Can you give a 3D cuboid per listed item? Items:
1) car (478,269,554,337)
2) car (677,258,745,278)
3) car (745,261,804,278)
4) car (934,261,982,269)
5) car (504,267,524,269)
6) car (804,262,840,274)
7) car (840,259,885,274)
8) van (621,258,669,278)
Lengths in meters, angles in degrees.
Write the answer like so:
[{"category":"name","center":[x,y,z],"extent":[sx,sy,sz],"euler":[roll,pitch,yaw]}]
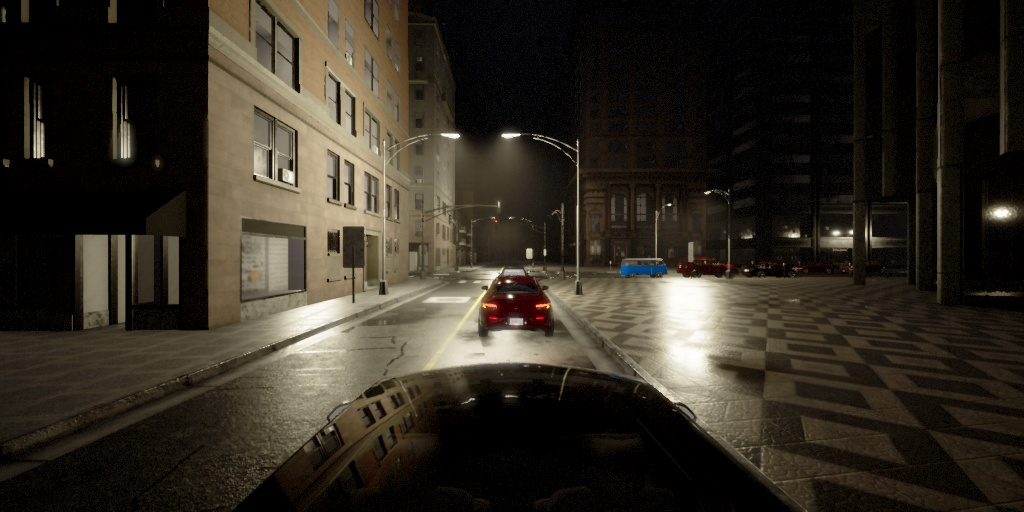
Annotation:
[{"category":"car","center":[0.095,1.271,10.148],"extent":[1.812,1.442,4.674],"euler":[0,0,0]},{"category":"car","center":[17.383,1.077,32.046],"extent":[5.009,1.841,2.192],"euler":[0,0,-1]},{"category":"car","center":[23.022,1.325,32.129],"extent":[4.313,1.339,1.948],"euler":[0,0,-1]},{"category":"car","center":[39.940,1.190,32.379],"extent":[4.097,1.591,1.967],"euler":[0,0,-1]},{"category":"car","center":[0.110,1.302,20.020],"extent":[1.994,1.385,4.181],"euler":[0,0,0]},{"category":"car","center":[34.199,1.330,40.821],"extent":[4.207,1.307,1.802],"euler":[0,0,-1]},{"category":"car","center":[39.838,1.185,40.904],"extent":[4.097,1.591,1.967],"euler":[0,0,-1]},{"category":"van","center":[11.742,1.105,31.962],"extent":[3.998,1.789,1.690],"euler":[0,0,-1]}]
